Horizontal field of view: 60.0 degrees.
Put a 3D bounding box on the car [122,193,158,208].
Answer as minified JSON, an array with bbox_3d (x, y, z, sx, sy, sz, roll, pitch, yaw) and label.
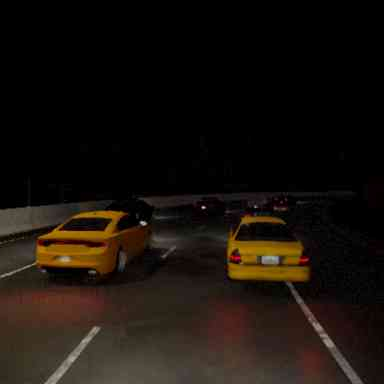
[{"bbox_3d":[-5.847,0.923,38.046,1.812,1.442,4.674,0,1,23],"label":"car"}]

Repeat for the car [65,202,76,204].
[{"bbox_3d":[-12.882,0.979,39.422,1.895,1.301,4.718,0,1,22],"label":"car"}]

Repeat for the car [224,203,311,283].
[{"bbox_3d":[1.901,1.306,9.241,1.801,1.575,5.366,0,1,7],"label":"car"}]

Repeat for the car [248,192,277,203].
[{"bbox_3d":[6.403,1.032,30.883,1.812,1.442,4.674,0,1,23],"label":"car"}]

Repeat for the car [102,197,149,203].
[{"bbox_3d":[-3.867,1.163,21.510,1.837,1.490,4.892,0,1,14],"label":"car"}]

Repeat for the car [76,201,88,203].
[{"bbox_3d":[-10.061,0.907,36.970,2.128,1.511,4.902,0,1,22],"label":"car"}]

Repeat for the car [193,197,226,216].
[{"bbox_3d":[1.512,1.128,27.361,1.994,1.385,4.181,0,1,18],"label":"car"}]

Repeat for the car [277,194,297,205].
[{"bbox_3d":[12.071,0.922,42.533,1.895,1.301,4.718,1,1,31],"label":"car"}]

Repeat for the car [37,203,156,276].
[{"bbox_3d":[-2.544,1.319,9.908,1.882,1.535,5.008,0,1,7],"label":"car"}]
